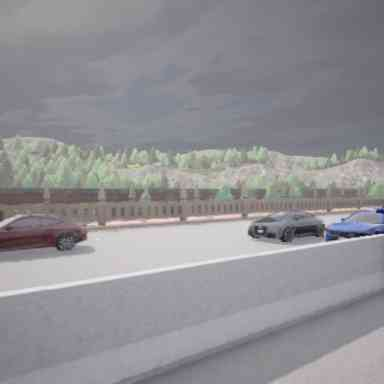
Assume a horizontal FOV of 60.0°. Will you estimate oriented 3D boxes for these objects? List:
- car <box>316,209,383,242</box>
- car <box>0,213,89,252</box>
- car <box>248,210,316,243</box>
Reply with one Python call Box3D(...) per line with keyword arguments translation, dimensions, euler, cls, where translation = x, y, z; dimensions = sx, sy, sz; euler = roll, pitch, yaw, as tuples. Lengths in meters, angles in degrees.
Box3D(translation=(7.599, 1.483, 13.947), dimensions=(5.008, 1.535, 1.882), euler=(0, 0, -37), cls="car")
Box3D(translation=(-6.280, 1.536, 12.431), dimensions=(4.674, 1.442, 1.812), euler=(0, 0, -36), cls="car")
Box3D(translation=(4.672, 1.572, 16.133), dimensions=(4.181, 1.385, 1.994), euler=(0, 0, -37), cls="car")
